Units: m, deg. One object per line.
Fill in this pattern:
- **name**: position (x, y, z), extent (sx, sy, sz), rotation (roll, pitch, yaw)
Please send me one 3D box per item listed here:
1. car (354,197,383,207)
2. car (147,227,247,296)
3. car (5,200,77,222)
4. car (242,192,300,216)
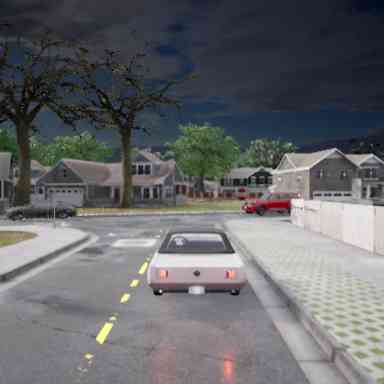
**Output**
- **car**: position (17.525, 1.333, 33.837), extent (4.892, 1.490, 1.837), rotation (0, 0, -17)
- **car**: position (0.098, 1.534, 8.443), extent (1.895, 1.301, 4.718), rotation (0, 0, 0)
- **car**: position (-10.664, 1.311, 23.740), extent (4.674, 1.442, 1.812), rotation (0, 0, -23)
- **car**: position (7.342, 1.032, 30.421), extent (5.566, 2.045, 2.150), rotation (0, 0, -20)
